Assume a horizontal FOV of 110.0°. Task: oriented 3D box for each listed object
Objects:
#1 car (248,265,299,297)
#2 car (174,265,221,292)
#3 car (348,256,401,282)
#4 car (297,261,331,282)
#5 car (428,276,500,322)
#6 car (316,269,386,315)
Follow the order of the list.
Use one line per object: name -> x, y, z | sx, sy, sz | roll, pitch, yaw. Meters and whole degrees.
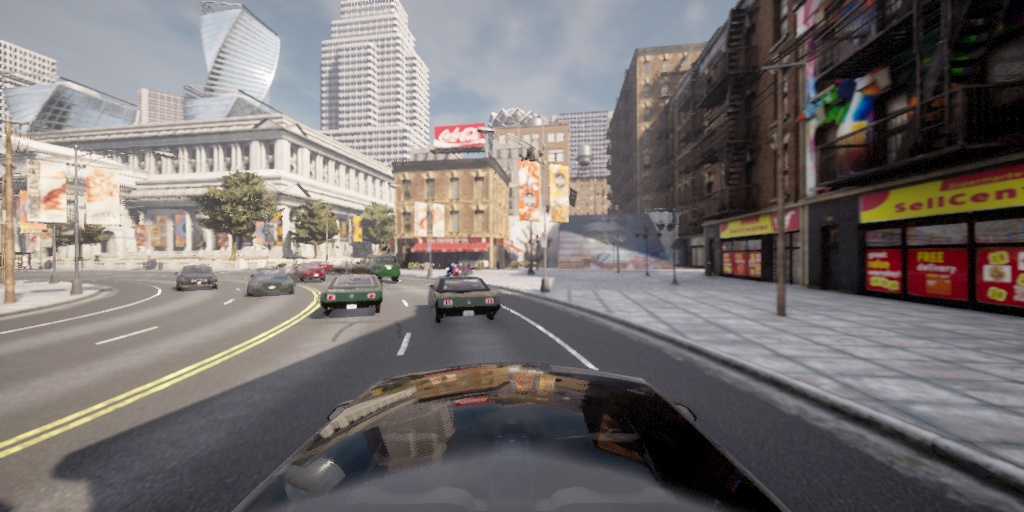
car -> -12.908, 1.358, 19.288 | 1.994, 1.385, 4.181 | 0, 0, -34
car -> -19.742, 1.333, 22.490 | 1.837, 1.490, 4.892 | 0, -1, -43
car -> -10.756, 0.989, 28.258 | 2.150, 2.045, 5.566 | 0, 0, -41
car -> -16.906, 1.325, 29.454 | 4.674, 1.442, 1.812 | 0, 0, 43
car -> -1.854, 1.345, 12.375 | 1.895, 1.301, 4.718 | 0, 0, -16
car -> -5.993, 1.365, 13.836 | 1.895, 1.301, 4.718 | 0, 0, -20
